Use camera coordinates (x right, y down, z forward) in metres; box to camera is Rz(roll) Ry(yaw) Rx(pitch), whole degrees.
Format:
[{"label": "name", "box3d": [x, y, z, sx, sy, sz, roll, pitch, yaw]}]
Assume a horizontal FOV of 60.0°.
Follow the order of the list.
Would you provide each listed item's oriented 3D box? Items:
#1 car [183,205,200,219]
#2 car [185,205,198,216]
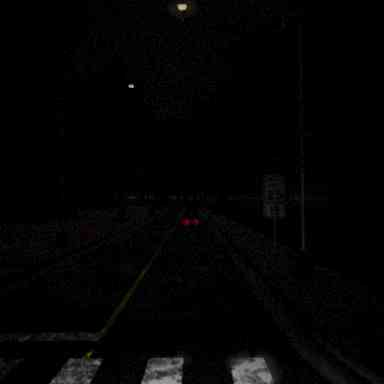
[{"label": "car", "box3d": [-0.051, 2.519, 41.110, 2.128, 1.511, 4.902, -1, -1, 0]}, {"label": "car", "box3d": [-0.085, 2.756, 51.526, 1.882, 1.535, 5.008, -1, -1, 0]}]
